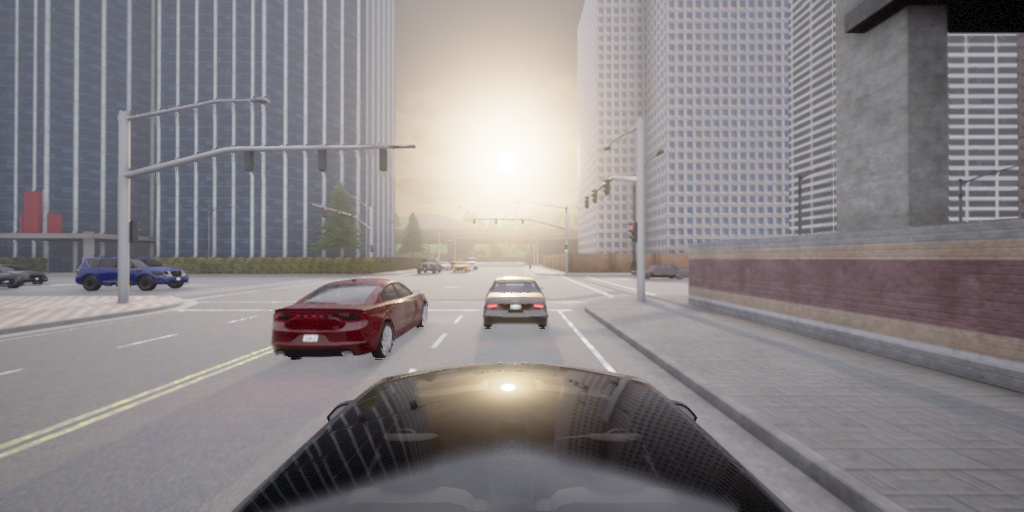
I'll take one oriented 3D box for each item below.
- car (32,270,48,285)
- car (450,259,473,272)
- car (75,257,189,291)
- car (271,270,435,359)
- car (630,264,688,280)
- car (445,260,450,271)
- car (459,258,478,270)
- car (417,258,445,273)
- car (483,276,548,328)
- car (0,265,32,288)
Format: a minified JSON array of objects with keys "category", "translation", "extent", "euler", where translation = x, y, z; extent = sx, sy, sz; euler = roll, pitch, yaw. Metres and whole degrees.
[{"category":"car","translation":[-36.647,1.386,25.806],"extent":[4.892,1.490,1.837],"euler":[0,0,-1]},{"category":"car","translation":[-7.061,1.496,50.687],"extent":[1.882,1.535,5.008],"euler":[0,0,0]},{"category":"car","translation":[-23.594,1.086,22.384],"extent":[5.566,2.045,2.150],"euler":[0,0,0]},{"category":"car","translation":[-3.417,1.265,8.584],"extent":[1.882,1.535,5.008],"euler":[0,0,0]},{"category":"car","translation":[13.914,1.471,33.464],"extent":[5.357,1.411,2.033],"euler":[0,0,0]},{"category":"car","translation":[-10.548,1.571,55.621],"extent":[1.812,1.442,4.674],"euler":[0,0,0]},{"category":"car","translation":[-7.028,1.294,60.530],"extent":[2.150,2.045,5.566],"euler":[0,0,0]},{"category":"car","translation":[-10.567,1.215,46.083],"extent":[2.150,2.045,5.566],"euler":[0,0,0]},{"category":"car","translation":[0.095,1.352,11.628],"extent":[2.033,1.411,5.357],"euler":[0,0,0]},{"category":"car","translation":[-33.482,1.427,22.324],"extent":[4.181,1.385,1.994],"euler":[0,0,0]}]
